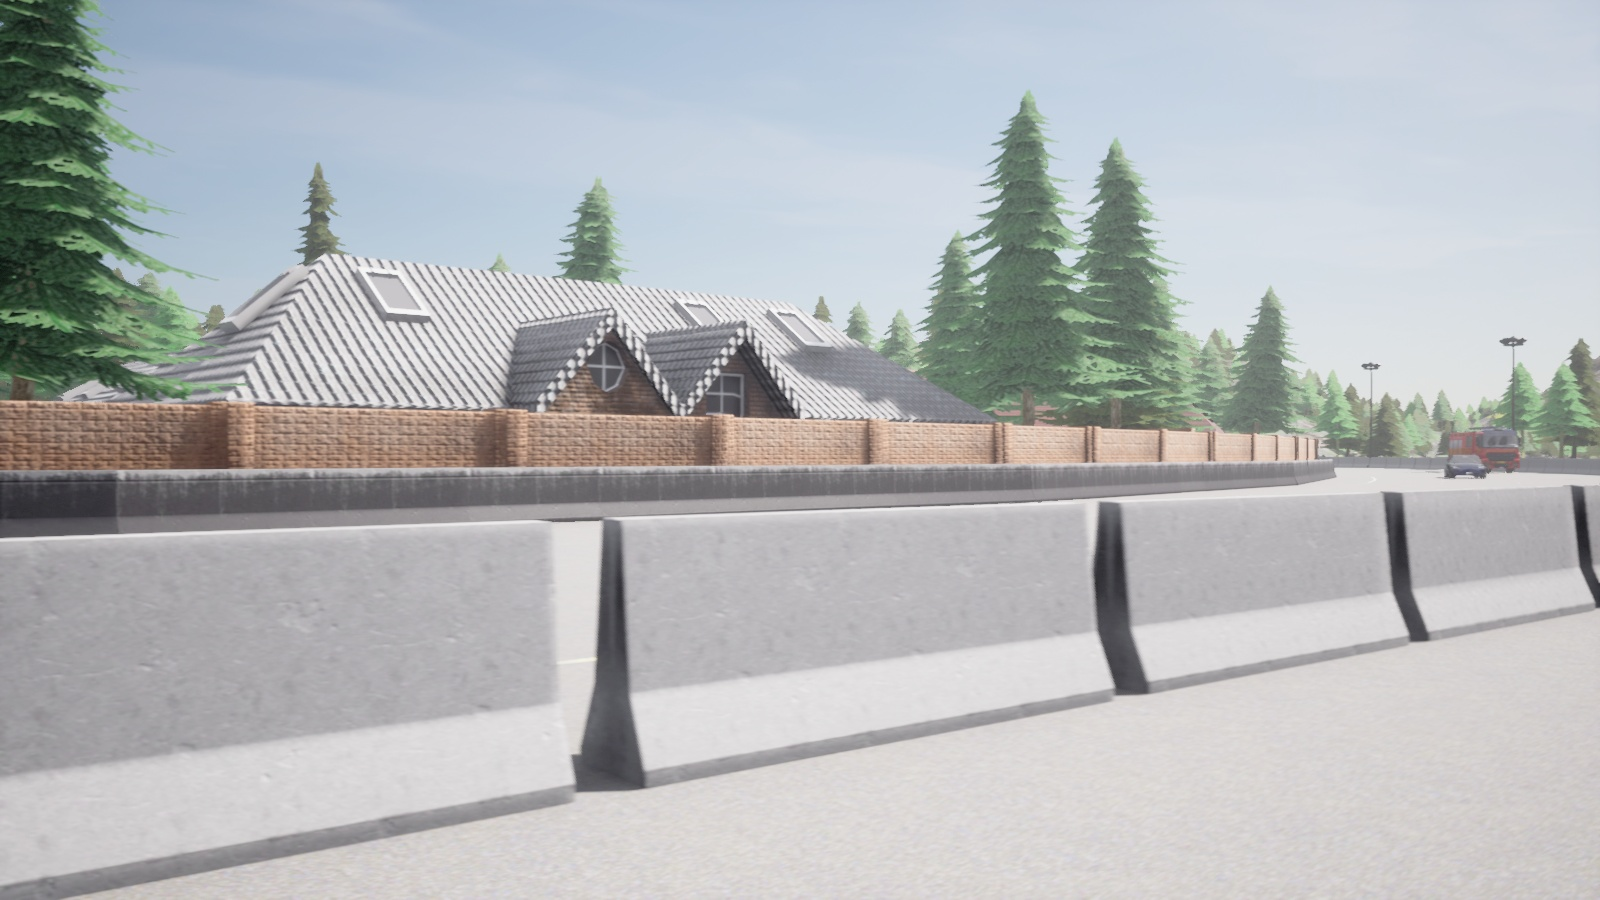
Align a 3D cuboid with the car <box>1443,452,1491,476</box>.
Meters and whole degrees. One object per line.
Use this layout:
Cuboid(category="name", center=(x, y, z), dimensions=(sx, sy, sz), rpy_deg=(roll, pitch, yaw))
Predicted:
Cuboid(category="car", center=(41.631, 0.862, 78.510), dimensions=(2.163, 1.488, 4.792), rpy_deg=(0, 0, 22))
